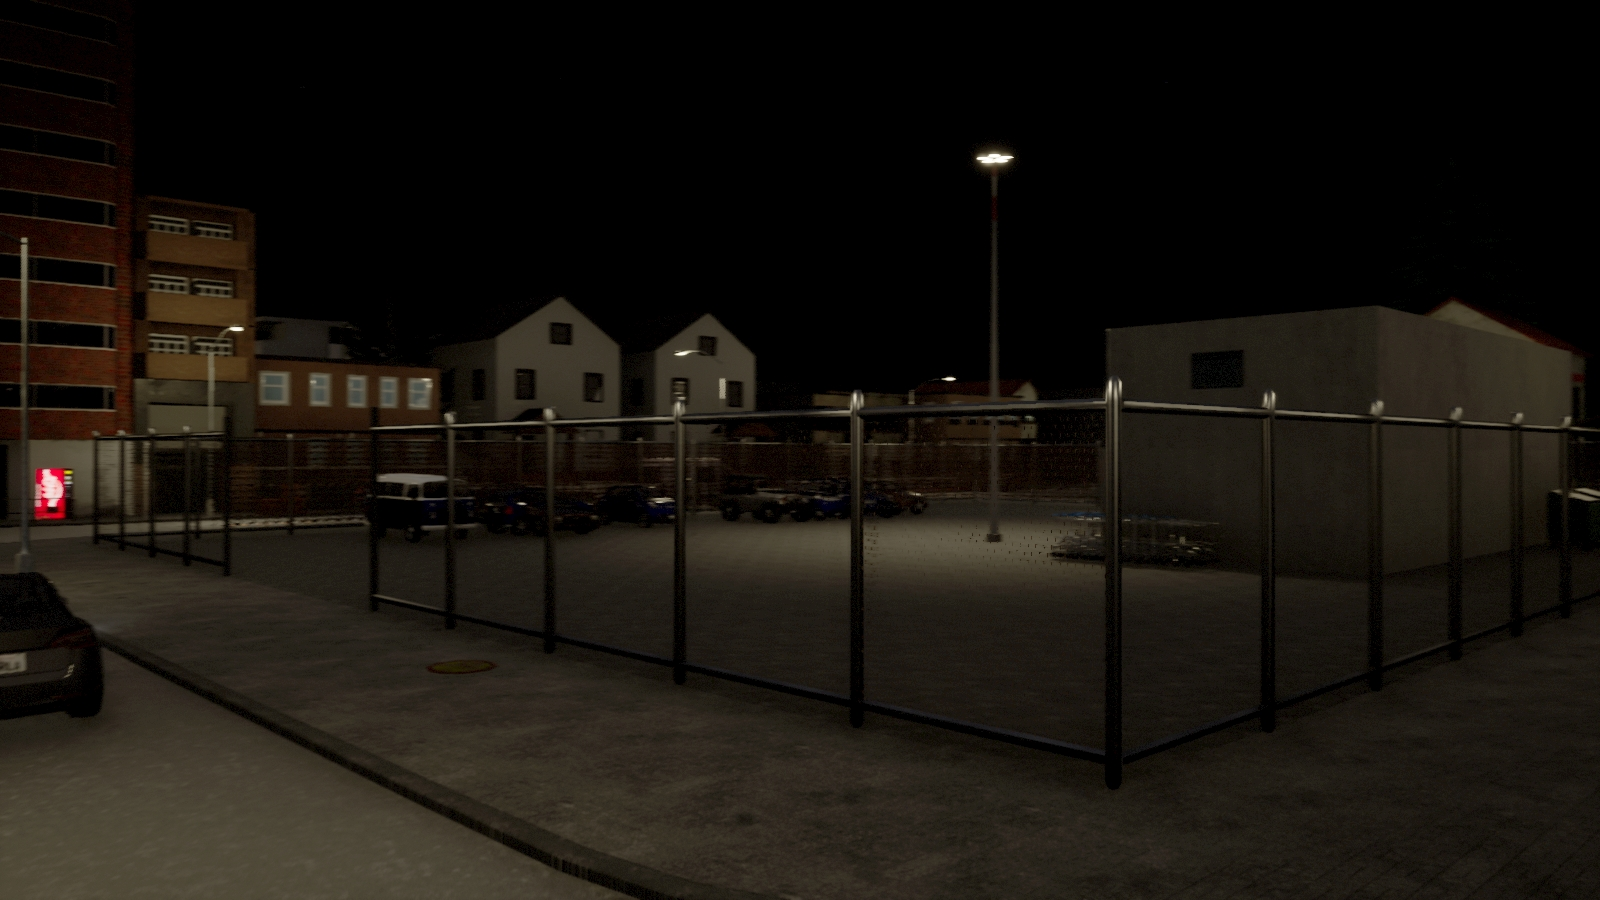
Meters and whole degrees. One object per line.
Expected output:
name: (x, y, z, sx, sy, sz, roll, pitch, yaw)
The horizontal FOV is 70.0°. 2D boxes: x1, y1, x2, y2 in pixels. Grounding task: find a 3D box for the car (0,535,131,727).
car: (-9.143, 1.856, 12.472, 2.163, 1.488, 4.792, 0, 0, -43)
